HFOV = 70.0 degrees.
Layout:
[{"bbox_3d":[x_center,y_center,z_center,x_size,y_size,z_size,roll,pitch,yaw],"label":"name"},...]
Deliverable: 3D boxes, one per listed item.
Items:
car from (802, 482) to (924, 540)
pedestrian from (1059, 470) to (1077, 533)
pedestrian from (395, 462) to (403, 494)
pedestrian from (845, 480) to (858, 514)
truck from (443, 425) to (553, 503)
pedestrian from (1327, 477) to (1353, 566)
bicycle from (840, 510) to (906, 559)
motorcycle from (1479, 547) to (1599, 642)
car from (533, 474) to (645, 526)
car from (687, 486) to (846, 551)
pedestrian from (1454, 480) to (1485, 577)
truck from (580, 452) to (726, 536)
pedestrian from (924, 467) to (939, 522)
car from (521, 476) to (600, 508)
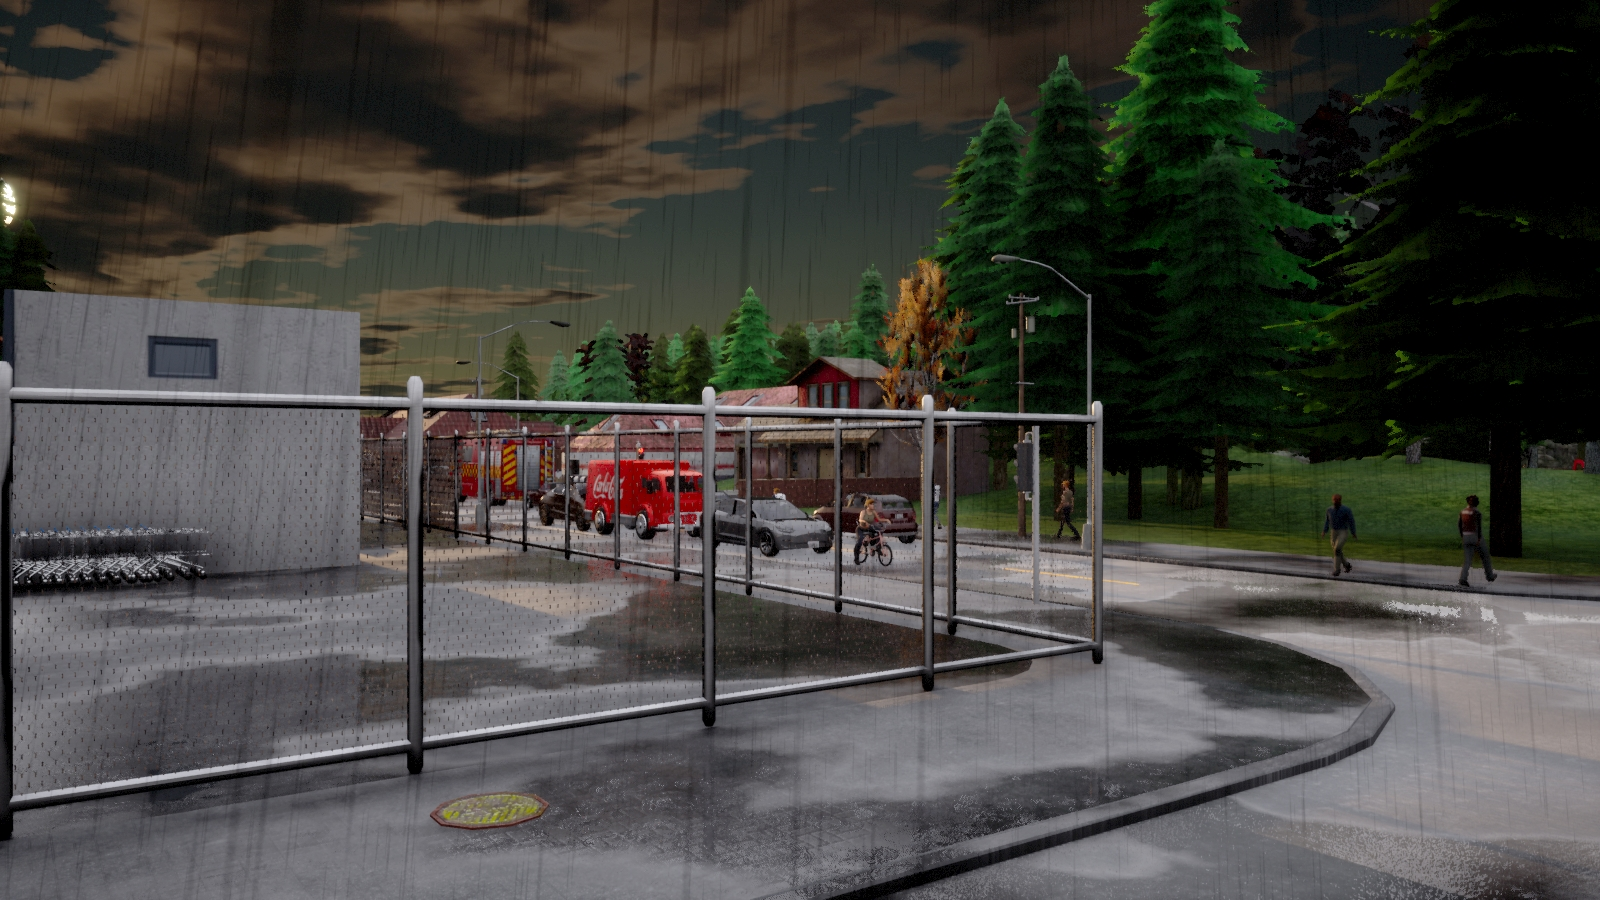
[{"bbox_3d":[1.867,1.802,34.631,1.789,1.549,3.705,0,0,-35],"label":"car"},{"bbox_3d":[7.947,1.522,33.842,0.375,1.860,0.375,0,0,-41],"label":"pedestrian"},{"bbox_3d":[-23.383,1.625,66.675,0.375,1.860,0.375,0,0,-30],"label":"pedestrian"},{"bbox_3d":[1.977,1.801,43.844,0.375,1.300,0.375,0,0,-34],"label":"pedestrian"},{"bbox_3d":[-16.070,0.667,60.303,2.891,3.827,8.468,0,0,-35],"label":"truck"},{"bbox_3d":[11.556,1.520,24.451,0.375,1.860,0.375,0,0,-36],"label":"pedestrian"},{"bbox_3d":[1.773,2.033,27.810,0.859,1.080,1.487,0,0,-35],"label":"bicycle"},{"bbox_3d":[10.627,1.990,15.816,2.033,1.145,0.803,0,0,36],"label":"motorcycle"},{"bbox_3d":[-7.756,1.772,41.538,2.152,1.651,5.027,0,0,-34],"label":"car"},{"bbox_3d":[-1.029,1.840,31.812,2.163,1.488,4.792,0,0,-35],"label":"car"},{"bbox_3d":[13.079,1.530,22.312,0.375,1.860,0.375,0,0,-25],"label":"pedestrian"},{"bbox_3d":[-4.910,1.337,37.383,2.627,2.467,5.204,0,0,-35],"label":"truck"},{"bbox_3d":[4.500,1.520,38.988,0.375,1.860,0.375,0,0,-23],"label":"pedestrian"},{"bbox_3d":[-11.268,1.931,53.453,1.895,1.301,4.718,0,0,-35],"label":"car"}]
